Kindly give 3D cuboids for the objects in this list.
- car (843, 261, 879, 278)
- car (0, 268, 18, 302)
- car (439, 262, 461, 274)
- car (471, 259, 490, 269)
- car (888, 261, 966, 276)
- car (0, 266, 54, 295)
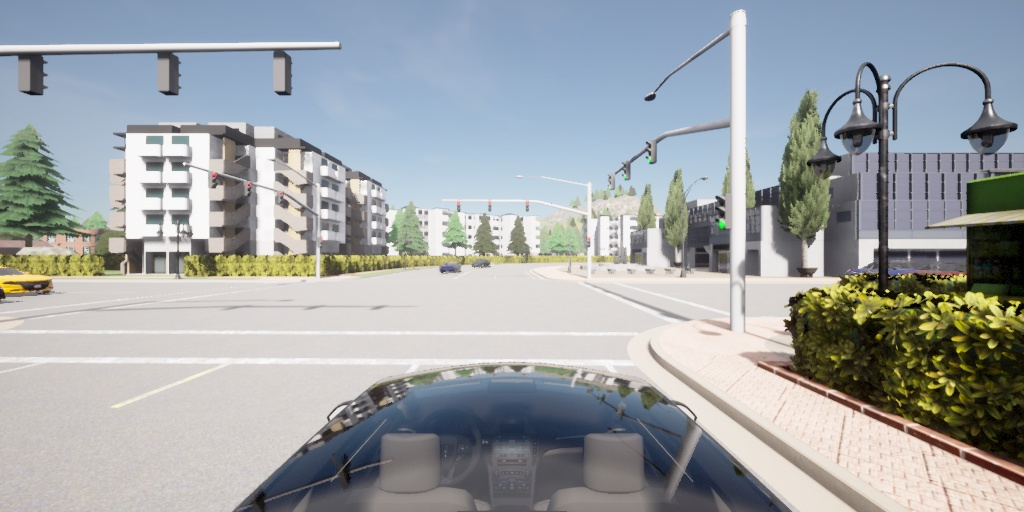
[{"bbox_3d":[24.735,1.100,23.667,4.553,1.767,2.097,0,0,1],"label":"car"},{"bbox_3d":[-23.042,1.312,14.179,4.181,1.385,1.994,0,0,1],"label":"car"},{"bbox_3d":[-7.026,1.346,40.956,1.895,1.301,4.718,0,0,0],"label":"car"},{"bbox_3d":[-5.021,1.249,58.103,1.837,1.490,4.892,0,0,18],"label":"car"},{"bbox_3d":[24.477,1.100,20.174,4.553,1.767,2.097,0,0,1],"label":"car"},{"bbox_3d":[-25.898,1.226,17.754,5.008,1.535,1.882,0,0,1],"label":"car"}]
